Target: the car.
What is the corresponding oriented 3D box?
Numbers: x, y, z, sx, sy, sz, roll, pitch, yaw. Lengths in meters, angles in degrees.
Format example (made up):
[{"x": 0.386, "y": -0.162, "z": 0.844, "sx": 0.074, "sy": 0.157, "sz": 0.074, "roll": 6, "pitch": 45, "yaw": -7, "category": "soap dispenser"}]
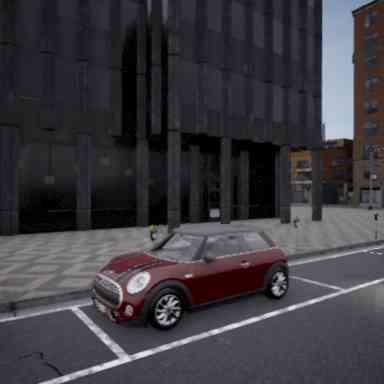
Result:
[{"x": 0.093, "y": 1.453, "z": 6.835, "sx": 4.097, "sy": 1.590, "sz": 1.967, "roll": 0, "pitch": 0, "yaw": -36, "category": "car"}]
